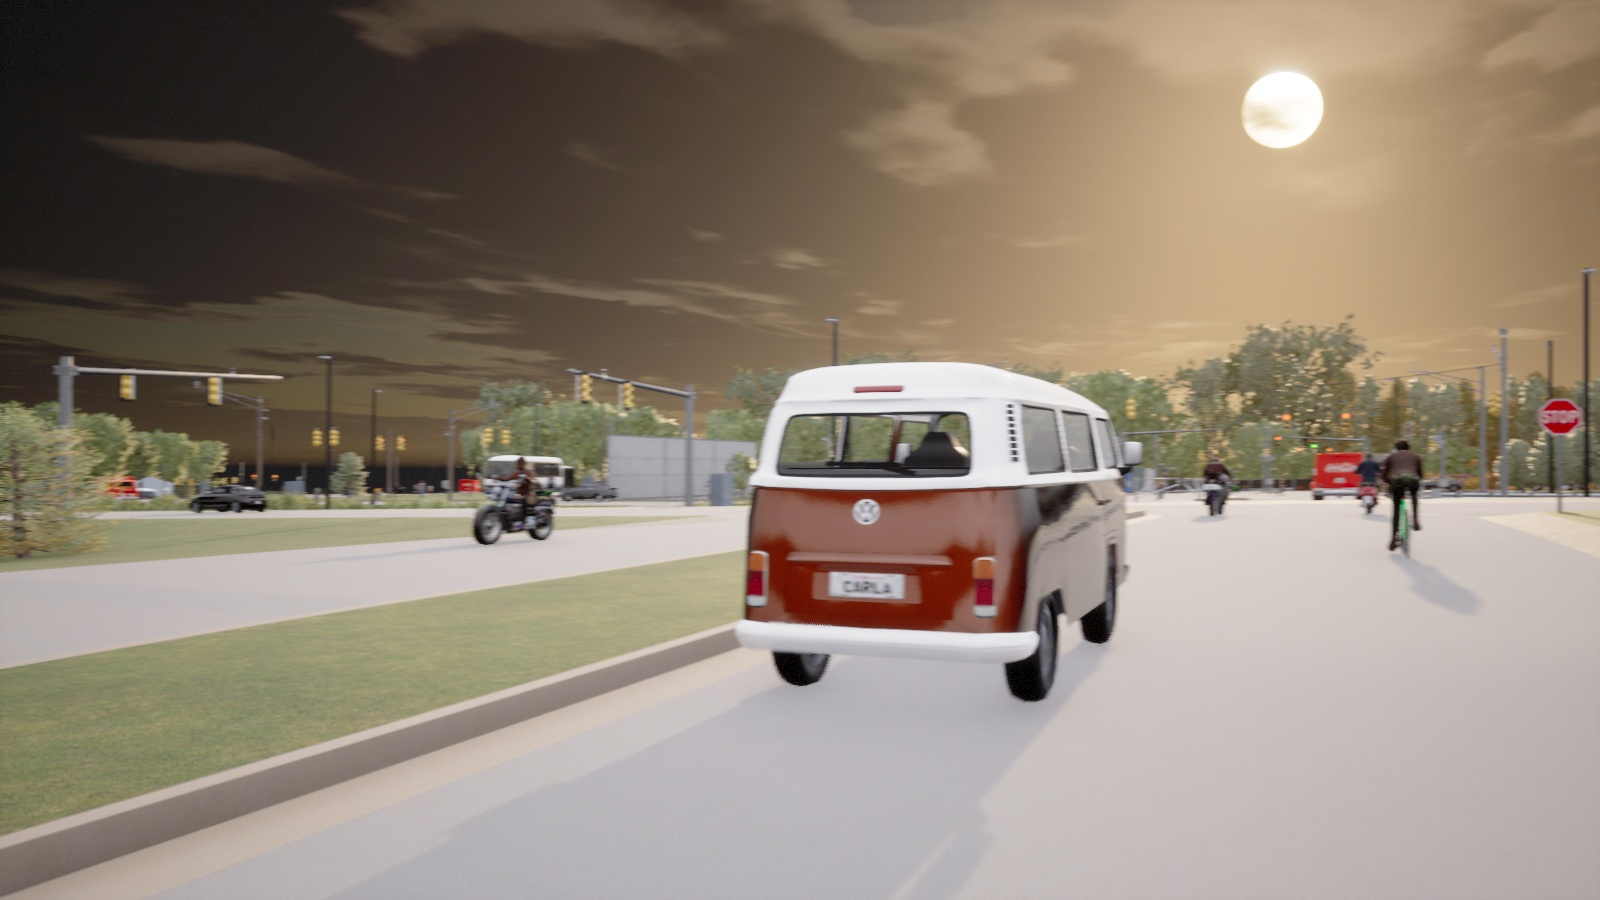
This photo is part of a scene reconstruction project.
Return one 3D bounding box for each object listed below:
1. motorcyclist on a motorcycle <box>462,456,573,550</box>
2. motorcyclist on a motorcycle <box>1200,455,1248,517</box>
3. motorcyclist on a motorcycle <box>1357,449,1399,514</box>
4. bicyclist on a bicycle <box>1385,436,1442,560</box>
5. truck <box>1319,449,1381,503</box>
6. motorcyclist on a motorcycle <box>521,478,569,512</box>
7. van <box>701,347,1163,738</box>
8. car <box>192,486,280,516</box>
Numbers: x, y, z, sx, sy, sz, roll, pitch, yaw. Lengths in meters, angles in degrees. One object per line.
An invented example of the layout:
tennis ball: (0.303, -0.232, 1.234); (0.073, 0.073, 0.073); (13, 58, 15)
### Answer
motorcyclist on a motorcycle: (-5.194, 0.951, 23.270); (0.766, 1.649, 2.350); (-1, -1, 24)
motorcyclist on a motorcycle: (10.852, 0.918, 32.068); (0.866, 1.530, 2.191); (-1, -1, 26)
motorcyclist on a motorcycle: (14.700, 0.787, 31.931); (0.866, 1.590, 1.817); (0, -1, 28)
bicyclist on a bicycle: (8.442, 0.636, 17.311); (0.582, 1.620, 1.656); (-1, 0, 22)
truck: (27.181, 1.342, 62.178); (2.627, 2.467, 5.204); (-2, -3, 23)
motorcyclist on a motorcycle: (-11.801, 2.101, 58.169); (2.044, 1.523, 0.797); (-2, -1, 23)
van: (1.250, 0.487, 9.007); (2.069, 2.038, 4.480); (-1, 0, 23)
car: (-29.458, 2.682, 65.600); (4.193, 1.474, 1.816); (-2, -1, 23)
